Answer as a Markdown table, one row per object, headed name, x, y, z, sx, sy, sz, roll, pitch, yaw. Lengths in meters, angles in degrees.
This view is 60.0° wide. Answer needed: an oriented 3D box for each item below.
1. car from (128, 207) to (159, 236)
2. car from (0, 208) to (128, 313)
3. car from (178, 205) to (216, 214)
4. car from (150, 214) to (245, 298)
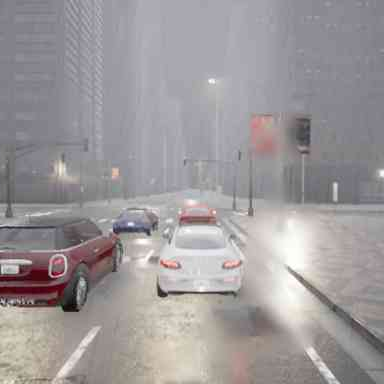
| name | x | y | z | sx | sy | sz | roll | pitch | yaw |
| --- | --- | --- | --- | --- | --- | --- | --- | --- | --- |
| car | -2.965 | 1.528 | 18.204 | 1.994 | 1.385 | 4.181 | 0 | 0 | 1 |
| car | -3.078 | 1.338 | 7.803 | 2.097 | 1.767 | 4.553 | 0 | 0 | 0 |
| car | 0.282 | 1.443 | 17.710 | 1.882 | 1.535 | 5.008 | 0 | 0 | 0 |
| car | 0.192 | 1.510 | 8.381 | 1.812 | 1.442 | 4.674 | 0 | 0 | 0 |
